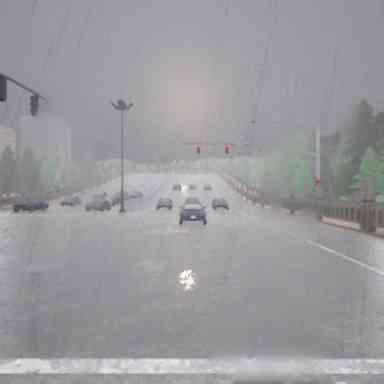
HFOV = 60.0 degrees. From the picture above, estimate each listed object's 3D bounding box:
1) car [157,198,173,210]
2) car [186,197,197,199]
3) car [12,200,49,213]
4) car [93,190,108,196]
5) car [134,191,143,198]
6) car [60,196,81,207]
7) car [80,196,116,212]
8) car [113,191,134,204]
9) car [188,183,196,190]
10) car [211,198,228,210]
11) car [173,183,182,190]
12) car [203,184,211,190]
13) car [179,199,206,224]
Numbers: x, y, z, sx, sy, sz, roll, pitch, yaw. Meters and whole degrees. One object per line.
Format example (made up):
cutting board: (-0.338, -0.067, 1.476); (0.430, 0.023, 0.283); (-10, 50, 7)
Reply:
car: (-3.449, 1.478, 42.656); (2.033, 1.411, 5.357); (0, 0, 0)
car: (0.049, 1.398, 48.550); (1.994, 1.385, 4.181); (0, 2, 0)
car: (-17.672, 1.549, 36.563); (1.895, 1.301, 4.718); (0, 0, 1)
car: (-17.530, 0.412, 63.783); (1.812, 1.442, 4.674); (0, 5, 1)
car: (-10.556, 0.514, 63.061); (1.994, 1.385, 4.181); (0, 5, 1)
car: (-17.626, 1.335, 48.528); (1.837, 1.490, 4.892); (0, 2, 1)
car: (-10.632, 1.488, 38.206); (2.033, 1.411, 5.357); (0, 0, 0)
car: (-10.634, 0.989, 50.371); (2.150, 2.045, 5.566); (0, 2, -1)
car: (0.054, -1.333, 78.539); (2.033, 1.411, 5.357); (0, 7, 0)
car: (3.553, 1.478, 42.662); (2.033, 1.411, 5.357); (0, 0, 0)
car: (-3.448, -1.320, 78.138); (1.837, 1.490, 4.892); (0, 7, 0)
car: (3.553, -1.229, 78.149); (1.895, 1.301, 4.718); (0, 7, 0)
car: (0.061, 1.492, 24.350); (1.812, 1.442, 4.674); (0, 0, 0)
